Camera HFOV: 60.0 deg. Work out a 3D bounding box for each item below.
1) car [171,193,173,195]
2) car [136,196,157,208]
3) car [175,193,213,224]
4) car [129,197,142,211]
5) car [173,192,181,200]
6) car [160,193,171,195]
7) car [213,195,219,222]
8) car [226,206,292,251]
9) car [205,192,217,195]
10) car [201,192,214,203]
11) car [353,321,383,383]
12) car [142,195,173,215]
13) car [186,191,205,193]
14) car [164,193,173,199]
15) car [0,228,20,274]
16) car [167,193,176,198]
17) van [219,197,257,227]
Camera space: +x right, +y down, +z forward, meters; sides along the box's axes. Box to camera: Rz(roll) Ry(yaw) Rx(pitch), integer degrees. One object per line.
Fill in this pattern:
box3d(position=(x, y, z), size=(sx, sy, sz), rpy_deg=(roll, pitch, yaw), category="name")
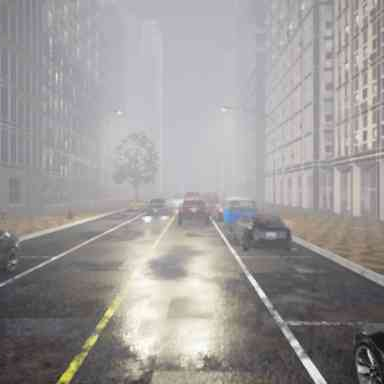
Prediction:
box3d(position=(-5.700, 1.059, 70.317), size=(1.947, 1.339, 4.313), rpy_deg=(0, 0, 0), category="car")
box3d(position=(-5.695, 1.260, 41.856), size=(2.008, 1.369, 4.403), rpy_deg=(0, 0, 0), category="car")
box3d(position=(0.099, 1.196, 23.379), size=(2.097, 1.767, 4.553), rpy_deg=(0, 1, -1), category="car")
box3d(position=(-5.694, 1.278, 35.992), size=(1.752, 1.417, 4.829), rpy_deg=(0, 0, 0), category="car")
box3d(position=(-3.013, 0.820, 72.026), size=(2.097, 1.767, 4.553), rpy_deg=(0, 0, 0), category="car")
box3d(position=(-5.698, 1.089, 64.624), size=(2.008, 1.369, 4.403), rpy_deg=(0, 0, 0), category="car")
box3d(position=(2.689, 1.273, 24.769), size=(1.967, 1.590, 4.097), rpy_deg=(0, 0, 0), category="car")
box3d(position=(2.691, 1.478, 13.385), size=(1.947, 1.339, 4.313), rpy_deg=(0, 0, 0), category="car")
box3d(position=(2.686, 0.983, 47.536), size=(2.192, 1.841, 5.009), rpy_deg=(0, 0, 0), category="car")
box3d(position=(2.684, 0.897, 58.920), size=(2.192, 1.841, 5.009), rpy_deg=(0, 0, 0), category="car")
box3d(position=(2.693, 1.552, 2.001), size=(1.947, 1.339, 4.313), rpy_deg=(0, 0, 0), category="car")
box3d(position=(-3.103, 1.296, 30.589), size=(1.837, 1.490, 4.892), rpy_deg=(0, 0, 0), category="car")
box3d(position=(0.096, 0.943, 40.305), size=(2.150, 2.045, 5.566), rpy_deg=(0, 1, 0), category="car")
box3d(position=(-5.701, 0.984, 81.700), size=(1.802, 1.307, 4.206), rpy_deg=(0, 0, 0), category="car")
box3d(position=(-5.689, 1.515, 7.700), size=(1.947, 1.339, 4.313), rpy_deg=(0, 0, 0), category="car")
box3d(position=(-5.704, 0.860, 93.085), size=(2.008, 1.369, 4.403), rpy_deg=(0, 0, 0), category="car")
box3d(position=(2.691, 1.214, 19.077), size=(1.690, 1.788, 3.998), rpy_deg=(0, 0, 0), category="van")
